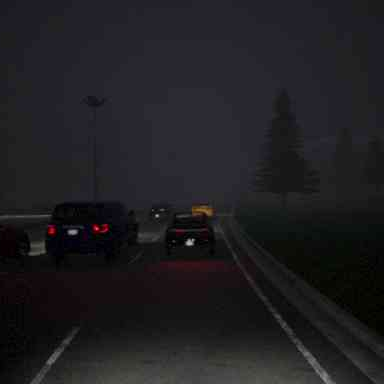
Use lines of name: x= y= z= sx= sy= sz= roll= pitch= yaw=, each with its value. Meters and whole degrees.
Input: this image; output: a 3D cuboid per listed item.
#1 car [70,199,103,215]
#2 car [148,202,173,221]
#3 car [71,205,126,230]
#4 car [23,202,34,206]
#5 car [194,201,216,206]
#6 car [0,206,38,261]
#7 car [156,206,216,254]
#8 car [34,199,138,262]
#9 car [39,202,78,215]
car: x=-12.817 y=1.737 z=40.879 sx=2.097 sy=1.767 sz=4.553 roll=-1 pitch=0 yaw=8
car: x=-2.530 y=1.671 z=29.332 sx=1.837 sy=1.490 sz=4.892 roll=-1 pitch=0 yaw=7
car: x=-6.609 y=1.760 z=24.261 sx=2.033 sy=1.411 sz=5.357 roll=-1 pitch=0 yaw=5
car: x=-19.770 y=1.981 z=41.665 sx=1.882 sy=1.535 sz=5.008 roll=-1 pitch=0 yaw=8
car: x=1.132 y=1.588 z=30.477 sx=1.882 sy=1.535 sz=5.008 roll=-1 pitch=0 yaw=7
car: x=-7.083 y=1.513 z=10.521 sx=2.097 sy=1.767 sz=4.553 roll=-1 pitch=0 yaw=0
car: x=-0.042 y=1.551 z=13.842 sx=2.128 sy=1.511 sz=4.902 roll=-1 pitch=0 yaw=1
car: x=-3.589 y=1.335 z=12.890 sx=2.150 sy=2.045 sz=5.566 roll=-1 pitch=0 yaw=1
car: x=-16.326 y=1.991 z=41.050 sx=2.033 sy=1.411 sz=5.357 roll=-1 pitch=0 yaw=8
